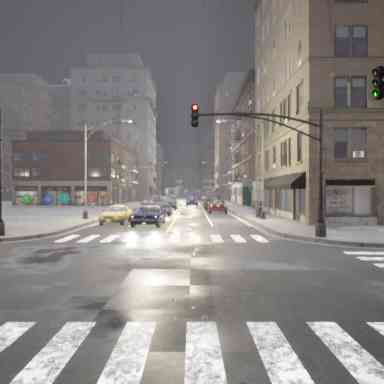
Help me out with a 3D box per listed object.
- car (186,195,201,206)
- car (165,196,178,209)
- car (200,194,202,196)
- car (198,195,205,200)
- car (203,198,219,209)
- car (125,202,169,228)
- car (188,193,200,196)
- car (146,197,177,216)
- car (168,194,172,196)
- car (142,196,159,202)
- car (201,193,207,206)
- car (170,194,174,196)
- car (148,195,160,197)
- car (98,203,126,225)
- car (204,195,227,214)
[{"bbox_3d":[-0.003,1.599,53.814,1.895,1.301,4.718,0,0,0],"label":"car"},{"bbox_3d":[-2.844,1.524,42.098,1.812,1.442,4.674,0,0,0],"label":"car"},{"bbox_3d":[2.633,1.550,69.294,2.008,1.369,4.403,0,0,0],"label":"car"},{"bbox_3d":[2.632,1.567,91.942,1.947,1.339,4.313,0,0,0],"label":"car"},{"bbox_3d":[2.635,1.564,46.647,1.947,1.339,4.313,0,0,0],"label":"car"},{"bbox_3d":[-2.883,1.599,22.520,1.895,1.301,4.718,0,0,1],"label":"car"},{"bbox_3d":[-0.004,1.220,64.116,2.150,2.045,5.566,0,0,0],"label":"car"},{"bbox_3d":[-2.857,1.546,32.257,2.033,1.411,5.357,0,0,0],"label":"car"},{"bbox_3d":[-5.391,1.581,63.632,1.802,1.307,4.206,0,0,0],"label":"car"},{"bbox_3d":[-5.390,1.549,40.984,2.008,1.369,4.403,0,0,0],"label":"car"},{"bbox_3d":[2.635,1.313,40.984,2.192,1.841,5.009,0,0,0],"label":"car"},{"bbox_3d":[-5.392,1.524,69.124,1.752,1.417,4.829,0,0,0],"label":"car"},{"bbox_3d":[-5.390,1.314,46.647,2.192,1.841,5.009,0,0,0],"label":"car"},{"bbox_3d":[-5.389,1.524,23.828,1.752,1.417,4.829,0,0,0],"label":"car"},{"bbox_3d":[2.635,1.438,35.322,1.967,1.590,4.097,0,0,0],"label":"car"}]
